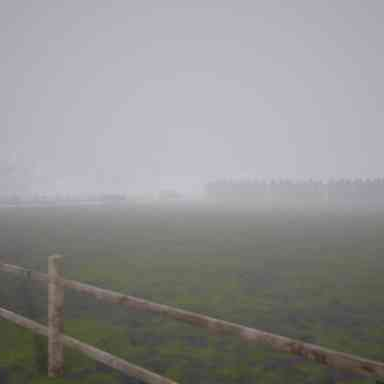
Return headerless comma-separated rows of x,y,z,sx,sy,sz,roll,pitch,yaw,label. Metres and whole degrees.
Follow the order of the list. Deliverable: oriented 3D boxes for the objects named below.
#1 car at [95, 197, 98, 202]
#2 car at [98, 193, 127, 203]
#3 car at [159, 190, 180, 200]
-15.109,1.096,60.526,2.033,1.411,5.357,0,0,35,car
-13.477,0.899,57.964,2.097,1.767,4.553,0,0,35,car
-4.751,0.529,70.663,2.150,2.045,5.566,0,0,35,car
